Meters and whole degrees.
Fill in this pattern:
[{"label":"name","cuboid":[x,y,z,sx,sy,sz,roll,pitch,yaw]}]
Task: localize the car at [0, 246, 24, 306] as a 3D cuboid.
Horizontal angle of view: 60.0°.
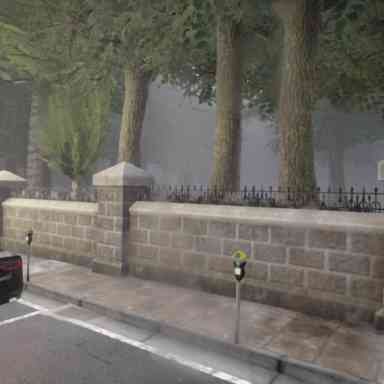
[{"label":"car","cuboid":[-5.453,1.477,6.835,5.008,1.535,1.882,0,0,35]}]
